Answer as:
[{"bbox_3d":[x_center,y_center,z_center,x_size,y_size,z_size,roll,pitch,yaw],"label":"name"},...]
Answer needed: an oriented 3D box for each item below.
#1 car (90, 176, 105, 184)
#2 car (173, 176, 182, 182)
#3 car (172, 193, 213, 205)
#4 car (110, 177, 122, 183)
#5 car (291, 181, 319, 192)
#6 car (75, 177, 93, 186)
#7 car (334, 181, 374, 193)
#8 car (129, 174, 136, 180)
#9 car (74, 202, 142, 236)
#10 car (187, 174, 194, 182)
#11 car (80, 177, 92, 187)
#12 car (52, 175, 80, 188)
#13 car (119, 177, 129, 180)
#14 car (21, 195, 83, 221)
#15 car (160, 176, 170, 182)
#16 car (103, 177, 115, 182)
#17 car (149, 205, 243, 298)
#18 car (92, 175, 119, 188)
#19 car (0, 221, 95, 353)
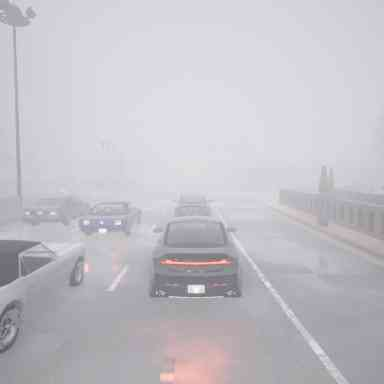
[{"bbox_3d":[-21.344,-2.828,75.655,2.097,1.767,4.553,0,3,0],"label":"car"},{"bbox_3d":[-3.904,-3.436,88.412,1.812,1.442,4.674,0,3,0],"label":"car"},{"bbox_3d":[0.034,0.837,17.531,1.837,1.490,4.892,0,3,-1],"label":"car"},{"bbox_3d":[-17.857,-2.805,78.547,1.994,1.385,4.181,0,3,0],"label":"car"},{"bbox_3d":[15.020,-0.646,42.402,4.674,1.442,1.812,0,3,2],"label":"car"},{"bbox_3d":[-21.299,-2.102,65.691,1.882,1.535,5.008,0,3,0],"label":"car"},{"bbox_3d":[18.463,-0.476,38.792,5.008,1.535,1.882,0,3,2],"label":"car"},{"bbox_3d":[-14.339,-2.653,74.798,1.882,1.535,5.008,0,3,0],"label":"car"},{"bbox_3d":[-3.457,1.078,15.061,1.895,1.301,4.718,0,3,0],"label":"car"},{"bbox_3d":[-0.410,-3.509,89.694,2.128,1.511,4.902,0,3,0],"label":"car"},{"bbox_3d":[-17.822,-1.638,59.182,2.033,1.411,5.357,0,3,0],"label":"car"},{"bbox_3d":[-21.323,-1.754,55.703,2.150,2.045,5.566,0,3,0],"label":"car"},{"bbox_3d":[-14.322,-2.165,64.652,2.097,1.767,4.553,0,3,0],"label":"car"},{"bbox_3d":[-6.969,0.867,17.693,2.033,1.411,5.357,0,3,0],"label":"car"},{"bbox_3d":[-7.404,-3.434,88.396,1.812,1.442,4.674,0,3,0],"label":"car"},{"bbox_3d":[-21.391,-3.206,85.686,1.895,1.301,4.718,0,3,0],"label":"car"},{"bbox_3d":[0.070,1.337,8.152,1.837,1.490,4.892,0,2,0],"label":"car"},{"bbox_3d":[-14.325,-1.727,55.261,2.150,2.045,5.566,0,3,0],"label":"car"},{"bbox_3d":[-3.421,1.506,5.934,1.895,1.301,4.718,0,2,0],"label":"car"}]
